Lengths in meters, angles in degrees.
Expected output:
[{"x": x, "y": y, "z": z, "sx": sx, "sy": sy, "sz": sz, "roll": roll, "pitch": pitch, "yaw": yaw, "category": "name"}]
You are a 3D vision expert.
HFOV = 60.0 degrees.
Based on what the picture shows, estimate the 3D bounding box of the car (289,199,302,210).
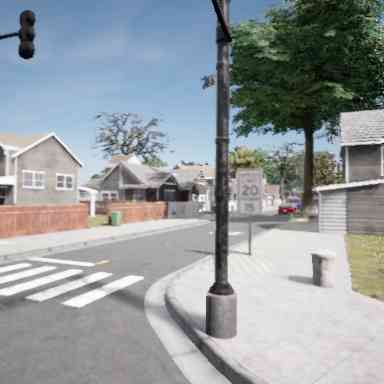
[{"x": 16.091, "y": 2.050, "z": 51.465, "sx": 2.150, "sy": 2.045, "sz": 5.566, "roll": 0, "pitch": -1, "yaw": 23, "category": "car"}]

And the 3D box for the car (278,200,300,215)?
[{"x": 12.133, "y": 2.129, "z": 42.213, "sx": 1.882, "sy": 1.535, "sz": 5.008, "roll": 0, "pitch": -1, "yaw": 24, "category": "car"}]
